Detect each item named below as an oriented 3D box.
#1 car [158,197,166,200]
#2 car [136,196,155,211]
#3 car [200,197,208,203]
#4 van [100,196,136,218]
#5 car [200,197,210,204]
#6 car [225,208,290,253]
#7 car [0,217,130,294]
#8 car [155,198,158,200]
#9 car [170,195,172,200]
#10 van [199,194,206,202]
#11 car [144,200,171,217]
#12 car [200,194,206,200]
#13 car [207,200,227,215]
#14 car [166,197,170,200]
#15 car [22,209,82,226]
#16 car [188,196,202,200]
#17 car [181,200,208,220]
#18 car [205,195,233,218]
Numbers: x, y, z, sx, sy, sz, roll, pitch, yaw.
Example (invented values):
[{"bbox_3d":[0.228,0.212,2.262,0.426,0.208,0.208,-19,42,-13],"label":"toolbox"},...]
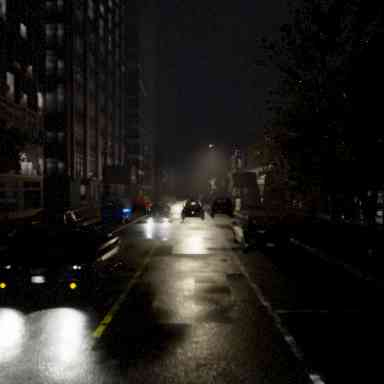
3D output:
[{"bbox_3d":[-5.711,1.664,53.063,1.887,1.381,4.507,-1,0,0],"label":"car"},{"bbox_3d":[-5.711,1.398,36.459,2.192,1.841,5.009,-1,0,0],"label":"car"},{"bbox_3d":[2.666,1.750,75.191,1.802,1.307,4.206,-1,0,0],"label":"car"},{"bbox_3d":[-5.709,1.399,25.390,1.690,1.788,3.998,-1,0,0],"label":"van"},{"bbox_3d":[2.667,1.721,69.657,1.947,1.339,4.313,-1,0,0],"label":"car"},{"bbox_3d":[2.688,1.582,13.576,2.008,1.369,4.403,-1,0,0],"label":"car"},{"bbox_3d":[-3.089,1.585,8.703,1.994,1.385,4.181,0,0,1],"label":"car"},{"bbox_3d":[-5.709,1.620,41.824,1.752,1.417,4.829,-1,0,0],"label":"car"},{"bbox_3d":[-5.714,1.681,69.497,1.752,1.417,4.829,-1,0,0],"label":"car"},{"bbox_3d":[2.661,1.533,86.261,1.690,1.788,3.998,-1,0,0],"label":"van"},{"bbox_3d":[-3.058,1.673,31.800,1.895,1.301,4.718,0,0,0],"label":"car"},{"bbox_3d":[2.665,1.446,58.589,2.192,1.841,5.009,-1,0,0],"label":"car"},{"bbox_3d":[2.672,1.608,36.620,1.752,1.417,4.829,-1,0,0],"label":"car"},{"bbox_3d":[-5.713,1.668,63.963,1.752,1.417,4.829,-1,0,0],"label":"car"},{"bbox_3d":[-5.718,1.472,13.592,1.967,1.590,4.097,-1,0,0],"label":"car"},{"bbox_3d":[0.086,1.627,45.077,1.812,1.442,4.674,0,0,0],"label":"car"},{"bbox_3d":[0.085,1.629,28.958,1.994,1.385,4.181,0,0,0],"label":"car"},{"bbox_3d":[2.670,1.385,30.916,2.192,1.841,5.009,-1,0,0],"label":"car"}]
